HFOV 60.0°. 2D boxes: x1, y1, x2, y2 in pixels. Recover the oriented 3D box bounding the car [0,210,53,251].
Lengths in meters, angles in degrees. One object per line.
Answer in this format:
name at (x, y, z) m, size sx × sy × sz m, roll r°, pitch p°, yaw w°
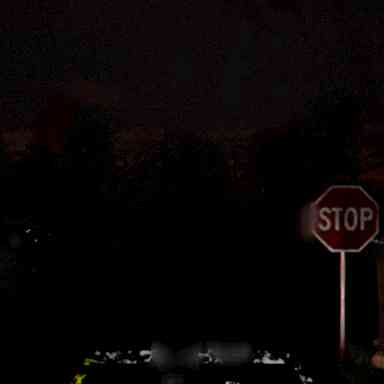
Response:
car at (-8.272, 1.440, 13.504) m, size 5.008 × 1.535 × 1.882 m, roll 1°, pitch 0°, yaw 1°
